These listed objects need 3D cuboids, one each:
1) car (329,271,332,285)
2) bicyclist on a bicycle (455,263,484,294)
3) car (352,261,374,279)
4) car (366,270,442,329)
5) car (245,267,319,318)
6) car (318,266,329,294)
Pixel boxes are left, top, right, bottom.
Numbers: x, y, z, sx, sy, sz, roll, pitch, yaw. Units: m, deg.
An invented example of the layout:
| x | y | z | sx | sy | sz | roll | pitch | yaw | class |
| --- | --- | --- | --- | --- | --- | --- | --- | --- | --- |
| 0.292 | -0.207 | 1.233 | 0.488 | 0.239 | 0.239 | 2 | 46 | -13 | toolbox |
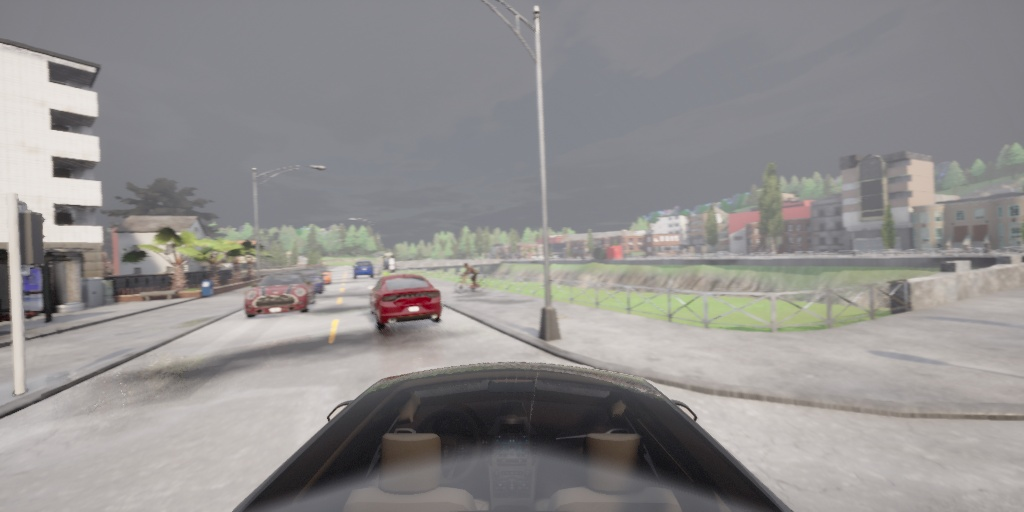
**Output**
| x | y | z | sx | sy | sz | roll | pitch | yaw | class |
| --- | --- | --- | --- | --- | --- | --- | --- | --- | --- |
| -17.938 | 1.805 | 33.258 | 2.097 | 1.767 | 4.553 | -2 | 0 | -24 | car |
| -2.258 | 1.172 | 19.053 | 1.656 | 1.620 | 0.582 | -3 | 0 | -25 | bicyclist on a bicycle |
| -17.937 | 1.663 | 43.300 | 2.150 | 2.045 | 5.566 | -2 | 0 | -25 | car |
| -3.763 | 1.370 | 12.261 | 1.882 | 1.535 | 5.008 | -2 | 0 | -24 | car |
| -9.917 | 1.494 | 15.622 | 2.097 | 1.767 | 4.553 | -2 | 0 | -25 | car |
| -13.743 | 1.642 | 24.014 | 2.097 | 1.767 | 4.553 | -2 | 0 | -25 | car |
